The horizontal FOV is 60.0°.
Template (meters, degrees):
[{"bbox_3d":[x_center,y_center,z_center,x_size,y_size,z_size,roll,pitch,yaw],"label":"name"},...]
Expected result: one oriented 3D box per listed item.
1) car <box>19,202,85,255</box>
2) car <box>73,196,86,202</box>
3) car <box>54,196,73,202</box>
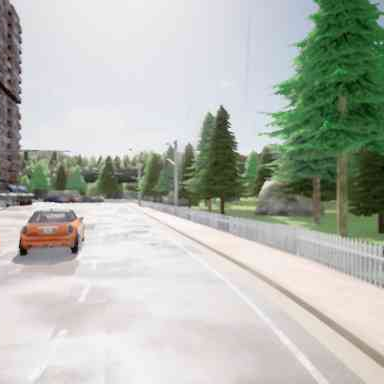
[{"bbox_3d":[-5.832,1.491,14.363,2.097,1.767,4.553,0,-1,-14],"label":"car"},{"bbox_3d":[-31.262,2.085,88.954,2.150,2.045,5.566,0,-1,-43],"label":"car"},{"bbox_3d":[-33.247,2.188,85.897,2.097,1.767,4.553,0,-1,-38],"label":"car"}]
